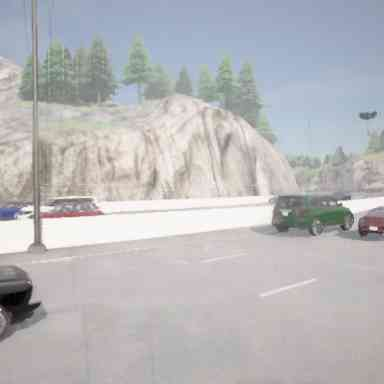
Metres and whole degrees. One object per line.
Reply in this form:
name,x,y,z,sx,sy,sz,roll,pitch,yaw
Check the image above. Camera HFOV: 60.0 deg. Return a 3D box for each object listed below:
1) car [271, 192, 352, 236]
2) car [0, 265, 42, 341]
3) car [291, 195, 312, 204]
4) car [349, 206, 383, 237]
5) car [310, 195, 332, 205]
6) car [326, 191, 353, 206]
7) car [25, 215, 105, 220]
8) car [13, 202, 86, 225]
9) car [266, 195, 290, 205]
car,6.579,1.126,17.944,5.566,2.045,2.150,-1,0,-40
car,-4.766,1.660,4.709,4.718,1.301,1.895,-1,0,-35
car,18.362,1.248,55.540,1.812,1.442,4.674,-1,0,39
car,9.639,1.393,16.002,4.674,1.442,1.812,-1,0,-41
car,20.413,1.263,52.501,1.994,1.385,4.181,-1,0,39
car,21.520,0.909,48.295,2.150,2.045,5.566,-1,0,40
car,-7.639,1.433,20.238,4.553,1.767,2.097,-1,0,-38
car,-11.215,1.613,26.296,4.902,1.511,2.128,-1,0,-38
car,14.680,1.260,56.506,2.128,1.511,4.902,-1,0,40
